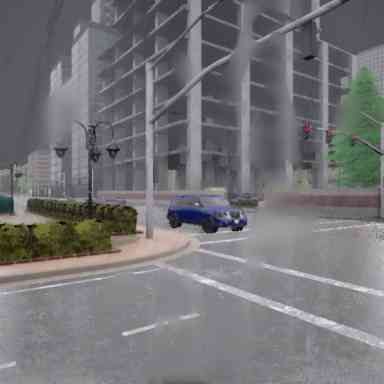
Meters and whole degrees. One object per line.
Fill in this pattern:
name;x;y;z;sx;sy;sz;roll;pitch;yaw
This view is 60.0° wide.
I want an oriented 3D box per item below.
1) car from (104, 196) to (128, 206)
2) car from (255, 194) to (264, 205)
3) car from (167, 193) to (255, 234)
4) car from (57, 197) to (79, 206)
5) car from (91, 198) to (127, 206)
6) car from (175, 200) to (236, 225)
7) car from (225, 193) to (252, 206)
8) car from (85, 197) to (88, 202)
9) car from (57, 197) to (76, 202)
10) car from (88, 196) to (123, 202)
car;-12.872;1.437;56.049;2.128;1.511;4.902;0;0;-36
car;9.485;1.114;52.365;1.905;1.878;3.866;0;0;-36
car;0.670;1.168;19.201;2.150;2.045;5.566;0;0;-36
car;-20.357;1.492;54.260;2.033;1.411;5.357;0;0;-36
car;-6.963;1.492;29.707;2.033;1.411;5.357;0;0;-36
car;0.861;1.422;24.908;1.882;1.535;5.008;0;0;-36
car;7.095;1.114;50.650;1.905;1.878;3.866;0;0;-36
car;-19.444;1.436;65.103;2.128;1.511;4.902;0;0;-36
car;-16.429;1.470;42.774;1.812;1.442;4.674;0;0;-36
car;-10.513;1.492;40.558;2.033;1.411;5.357;0;0;-36
